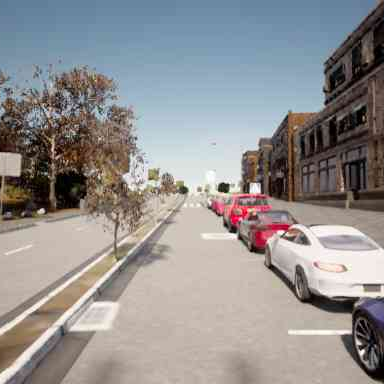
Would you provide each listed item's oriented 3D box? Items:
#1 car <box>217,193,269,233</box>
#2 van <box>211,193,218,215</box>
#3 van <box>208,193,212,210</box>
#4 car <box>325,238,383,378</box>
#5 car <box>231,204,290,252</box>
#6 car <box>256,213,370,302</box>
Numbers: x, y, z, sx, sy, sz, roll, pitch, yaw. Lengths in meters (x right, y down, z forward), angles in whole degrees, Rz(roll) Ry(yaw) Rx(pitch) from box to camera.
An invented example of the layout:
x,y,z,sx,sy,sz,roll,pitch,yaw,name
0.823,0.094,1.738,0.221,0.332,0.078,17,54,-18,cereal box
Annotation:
x,y,z,sx,sy,sz,roll,pitch,yaw,name
3.051,1.160,19.055,2.435,2.045,5.566,0,0,0,car
3.050,1.163,30.236,1.878,1.987,4.442,0,0,0,van
3.050,1.147,35.783,1.878,1.987,4.442,0,0,0,van
3.049,1.452,2.416,2.163,1.488,4.792,0,0,0,car
3.050,1.448,13.511,2.163,1.488,4.792,0,0,0,car
3.051,1.461,7.932,2.002,1.452,4.674,0,0,0,car
